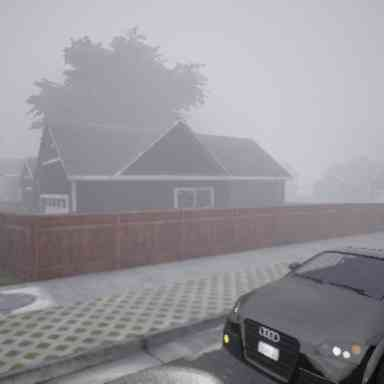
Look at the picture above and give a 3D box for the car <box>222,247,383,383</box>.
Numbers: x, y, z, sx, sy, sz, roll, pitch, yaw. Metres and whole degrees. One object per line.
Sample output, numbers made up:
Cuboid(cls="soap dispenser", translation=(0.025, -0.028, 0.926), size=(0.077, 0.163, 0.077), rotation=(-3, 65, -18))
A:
Cuboid(cls="car", translation=(2.462, 1.558, 4.820), size=(4.181, 1.385, 1.994), rotation=(0, 0, -35))
